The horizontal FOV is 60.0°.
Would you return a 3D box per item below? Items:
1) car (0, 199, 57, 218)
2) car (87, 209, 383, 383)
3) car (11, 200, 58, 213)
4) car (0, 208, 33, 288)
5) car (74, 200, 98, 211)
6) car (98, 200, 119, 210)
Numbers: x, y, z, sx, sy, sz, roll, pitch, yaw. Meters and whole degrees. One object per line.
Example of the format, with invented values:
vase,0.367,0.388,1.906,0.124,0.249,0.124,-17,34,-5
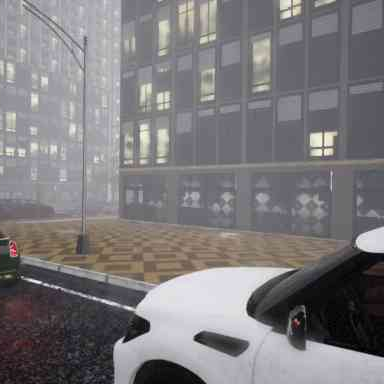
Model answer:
car,-15.119,1.519,30.164,2.192,1.841,5.009,1,0,36
car,1.919,1.222,2.313,5.566,2.045,2.150,0,0,36
car,-18.632,1.643,39.534,1.752,1.417,4.829,1,0,36
car,-6.157,1.348,8.049,4.553,1.767,2.097,0,0,35
car,-12.577,1.764,43.370,2.033,1.411,5.357,1,0,37
car,-8.336,1.830,39.387,1.752,1.417,4.829,1,0,36
